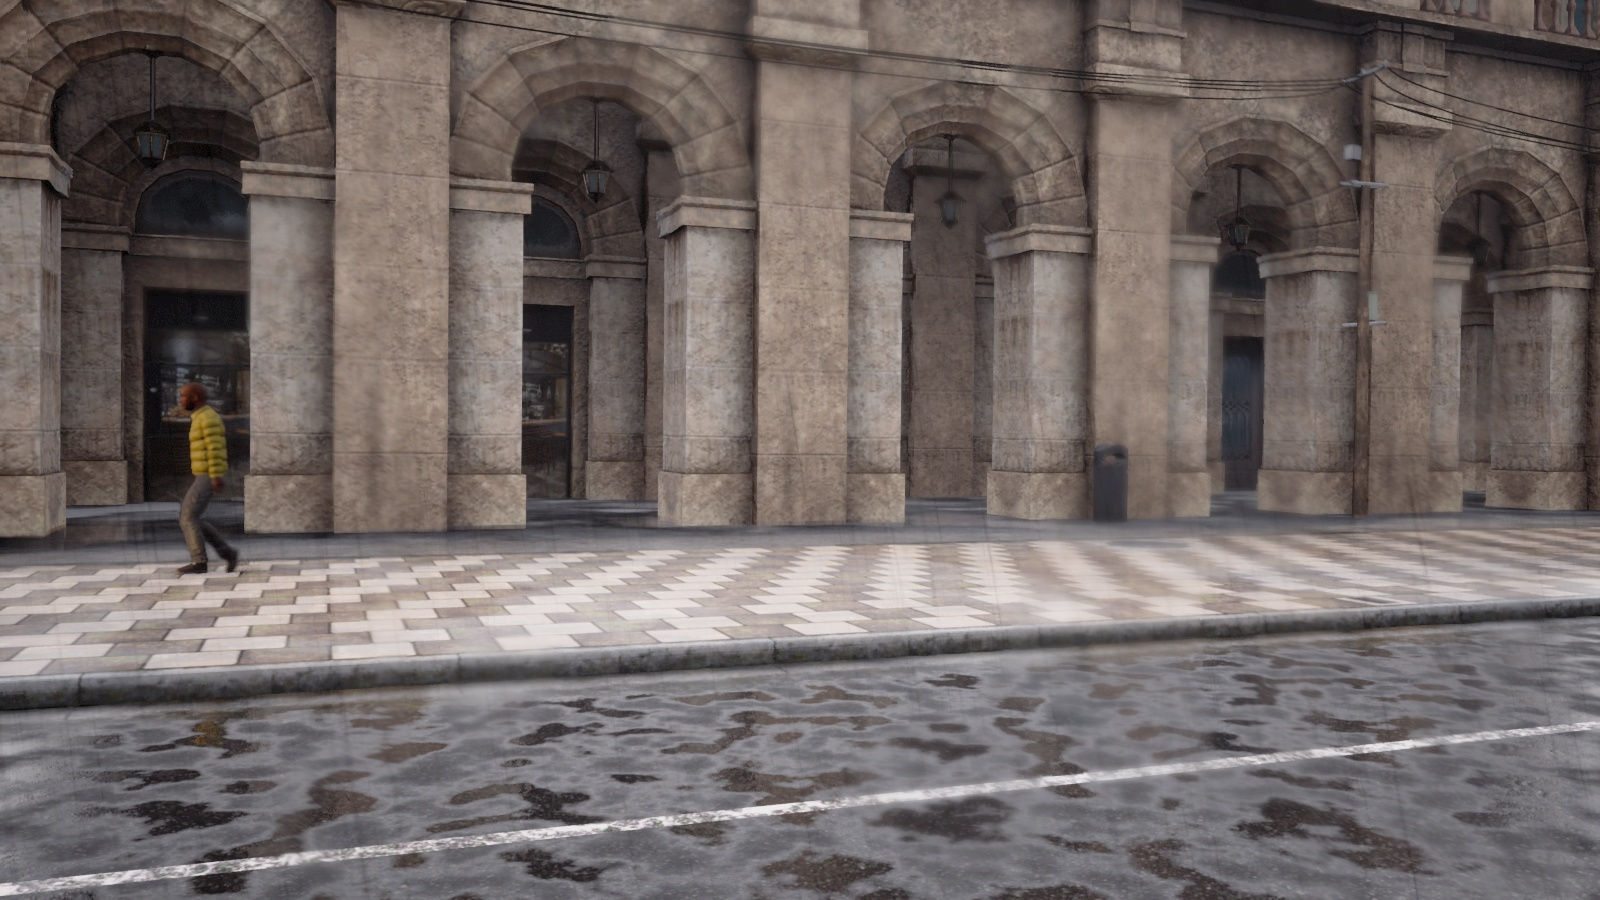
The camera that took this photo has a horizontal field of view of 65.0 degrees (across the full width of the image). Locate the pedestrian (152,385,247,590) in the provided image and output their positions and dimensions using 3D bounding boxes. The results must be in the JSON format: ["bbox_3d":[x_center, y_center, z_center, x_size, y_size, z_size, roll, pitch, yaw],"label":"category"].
[{"bbox_3d":[-5.482,0.327,11.497,0.726,1.835,0.370,-1,1,-21],"label":"pedestrian"}]
